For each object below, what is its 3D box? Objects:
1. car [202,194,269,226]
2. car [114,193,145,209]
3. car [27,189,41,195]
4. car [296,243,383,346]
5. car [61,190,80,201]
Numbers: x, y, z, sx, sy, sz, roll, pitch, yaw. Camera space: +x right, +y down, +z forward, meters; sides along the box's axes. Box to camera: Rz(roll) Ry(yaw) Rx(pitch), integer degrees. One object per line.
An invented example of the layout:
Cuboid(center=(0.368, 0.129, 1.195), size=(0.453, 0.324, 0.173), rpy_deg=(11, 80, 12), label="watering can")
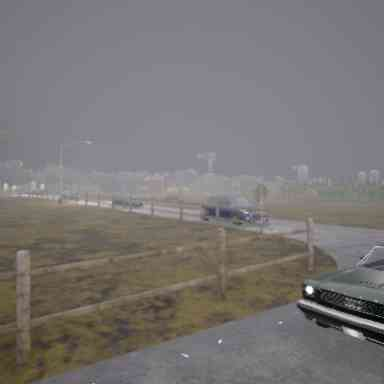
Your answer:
Cuboid(center=(2.587, 1.014, 20.503), size=(2.097, 1.767, 4.553), rpy_deg=(1, 1, -35), label="car")
Cuboid(center=(-6.431, 0.859, 33.167), size=(1.837, 1.490, 4.892), rpy_deg=(1, 1, -36), label="car")
Cuboid(center=(-39.857, -0.088, 84.504), size=(2.097, 1.767, 4.553), rpy_deg=(1, 0, -33), label="car")
Cuboid(center=(3.968, 1.587, 5.777), size=(4.718, 1.301, 1.895), rpy_deg=(0, 0, -35), label="car")
Cuboid(center=(-18.361, 0.535, 49.995), size=(1.837, 1.490, 4.892), rpy_deg=(1, 0, -36), label="car")
